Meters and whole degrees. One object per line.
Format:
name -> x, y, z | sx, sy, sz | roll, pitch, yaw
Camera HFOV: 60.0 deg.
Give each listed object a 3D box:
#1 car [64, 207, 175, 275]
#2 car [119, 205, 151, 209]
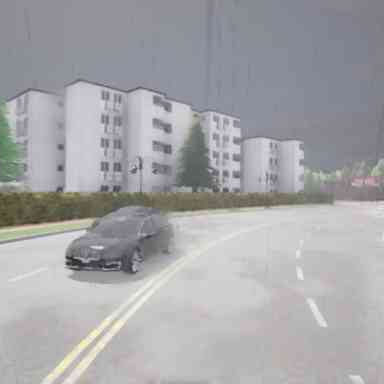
car -> -1.966, 1.447, 10.495 | 1.837, 1.490, 4.892 | 0, 0, 16
car -> -3.134, 1.451, 18.183 | 2.033, 1.411, 5.357 | 1, 0, 23
